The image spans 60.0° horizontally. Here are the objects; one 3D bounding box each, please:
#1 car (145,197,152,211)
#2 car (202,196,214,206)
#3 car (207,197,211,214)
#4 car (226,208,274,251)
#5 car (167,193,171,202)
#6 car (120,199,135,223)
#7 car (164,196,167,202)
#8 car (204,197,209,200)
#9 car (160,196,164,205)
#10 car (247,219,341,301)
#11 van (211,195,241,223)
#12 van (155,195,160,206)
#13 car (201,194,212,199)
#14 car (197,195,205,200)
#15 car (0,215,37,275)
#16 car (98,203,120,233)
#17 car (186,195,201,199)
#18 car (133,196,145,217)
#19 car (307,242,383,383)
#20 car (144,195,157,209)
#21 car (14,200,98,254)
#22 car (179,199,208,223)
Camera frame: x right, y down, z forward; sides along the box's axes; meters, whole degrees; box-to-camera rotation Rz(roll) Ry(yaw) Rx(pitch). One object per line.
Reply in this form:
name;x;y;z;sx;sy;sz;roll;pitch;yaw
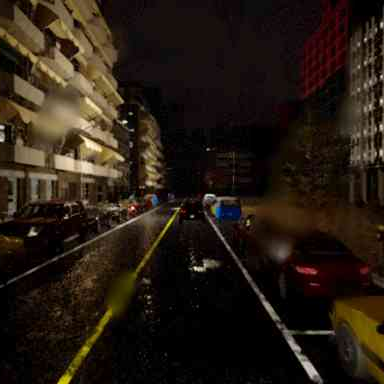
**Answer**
car;-5.827;1.493;35.606;1.947;1.339;4.313;0;0;0
car;2.489;1.420;52.387;1.752;1.417;4.829;0;0;0
car;2.574;1.455;30.280;1.752;1.417;4.829;0;0;0
car;2.637;1.547;13.532;1.802;1.307;4.206;0;0;0
car;-5.953;1.447;68.765;1.947;1.339;4.313;0;0;0
car;-5.785;1.498;24.554;2.008;1.369;4.403;0;0;0
car;-5.911;1.476;57.712;1.802;1.307;4.206;0;0;0
car;2.553;1.486;35.638;1.947;1.339;4.313;0;0;0
car;-5.890;1.484;52.186;1.802;1.307;4.206;0;0;0
car;2.658;1.560;8.006;1.802;1.307;4.206;0;0;0
van;2.594;1.282;24.584;1.690;1.788;3.998;0;0;0
van;-5.871;1.250;46.660;1.690;1.788;3.998;0;0;0
car;2.531;1.351;41.164;1.967;1.590;4.097;0;0;0
car;2.364;1.404;85.378;1.887;1.381;4.507;-1;0;0
car;-5.722;1.510;7.804;1.752;1.417;4.829;0;0;0
car;-5.763;1.510;19.027;2.008;1.369;4.403;0;0;0
car;-0.066;1.411;44.861;1.837;1.490;4.892;0;0;0
car;-5.806;1.377;30.079;1.967;1.590;4.097;0;0;0
car;2.678;1.516;2.648;1.752;1.417;4.829;0;0;0
car;-5.848;1.463;41.133;1.887;1.381;4.507;0;0;0
car;-5.745;1.287;13.499;2.192;1.841;5.009;0;0;0
car;0.011;1.468;24.683;1.812;1.442;4.674;0;0;0
